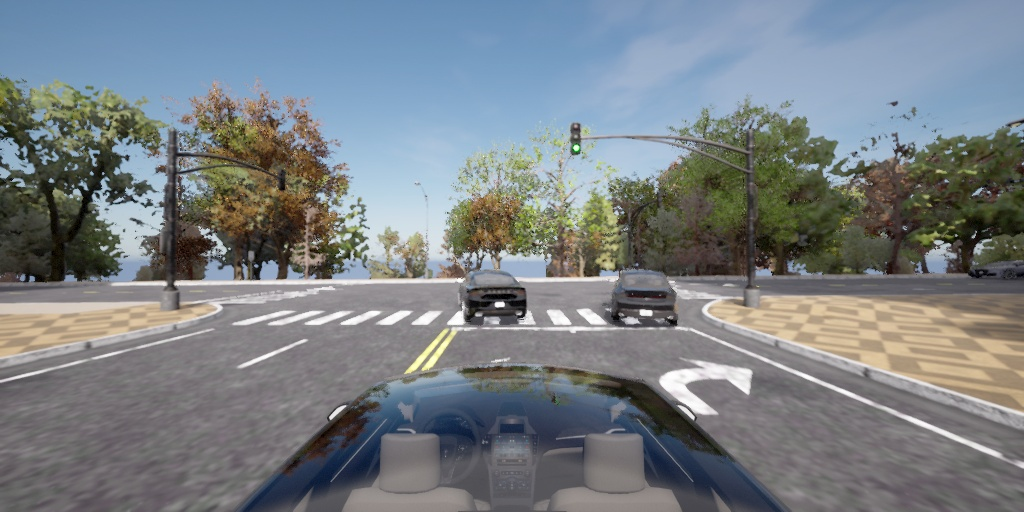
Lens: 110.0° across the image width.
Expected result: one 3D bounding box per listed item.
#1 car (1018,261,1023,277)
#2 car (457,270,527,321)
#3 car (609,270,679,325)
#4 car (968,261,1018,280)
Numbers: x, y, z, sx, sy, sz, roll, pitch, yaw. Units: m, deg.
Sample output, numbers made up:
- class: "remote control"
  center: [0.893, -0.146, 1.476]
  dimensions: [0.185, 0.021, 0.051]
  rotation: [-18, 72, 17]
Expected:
- class: "car"
  center: [37.352, 0.995, 23.840]
  dimensions: [4.181, 1.385, 1.994]
  rotation: [-1, -1, 0]
- class: "car"
  center: [-0.849, 1.224, 12.604]
  dimensions: [1.882, 1.535, 5.008]
  rotation: [0, 0, -12]
- class: "car"
  center: [4.357, 1.202, 12.008]
  dimensions: [1.837, 1.490, 4.892]
  rotation: [1, 2, 17]
- class: "car"
  center: [37.425, 1.044, 27.090]
  dimensions: [4.181, 1.385, 1.994]
  rotation: [-1, -1, 0]
